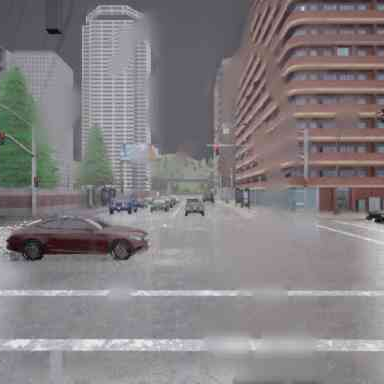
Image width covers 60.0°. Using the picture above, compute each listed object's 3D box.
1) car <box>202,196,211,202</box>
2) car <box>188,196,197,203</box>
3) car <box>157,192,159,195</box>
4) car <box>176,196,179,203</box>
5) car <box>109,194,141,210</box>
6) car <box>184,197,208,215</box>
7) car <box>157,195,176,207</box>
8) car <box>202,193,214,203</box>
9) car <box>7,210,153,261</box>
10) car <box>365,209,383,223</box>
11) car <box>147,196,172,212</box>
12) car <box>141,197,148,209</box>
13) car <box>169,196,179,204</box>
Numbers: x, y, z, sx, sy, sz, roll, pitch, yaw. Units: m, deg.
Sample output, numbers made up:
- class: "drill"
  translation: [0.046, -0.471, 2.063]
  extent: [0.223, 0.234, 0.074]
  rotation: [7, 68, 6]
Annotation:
- class: "car"
  translation: [3.391, 1.576, 78.236]
  extent: [1.895, 1.301, 4.718]
  rotation: [0, 0, 0]
- class: "car"
  translation: [0.021, 1.525, 69.862]
  extent: [1.812, 1.442, 4.674]
  rotation: [0, 0, 0]
- class: "car"
  translation: [-7.134, 1.351, 64.775]
  extent: [2.097, 1.767, 4.553]
  rotation: [0, 0, 0]
- class: "car"
  translation: [-3.663, 1.547, 57.054]
  extent: [2.033, 1.411, 5.357]
  rotation: [0, 0, 0]
- class: "car"
  translation: [-7.150, 1.222, 35.187]
  extent: [2.150, 2.045, 5.566]
  rotation: [0, 0, 0]
- class: "car"
  translation: [0.185, 1.547, 33.282]
  extent: [2.033, 1.411, 5.357]
  rotation: [0, 0, -2]
- class: "car"
  translation: [-3.658, 1.525, 47.343]
  extent: [1.812, 1.442, 4.674]
  rotation: [0, 0, 0]
- class: "car"
  translation: [3.405, 1.221, 68.668]
  extent: [2.150, 2.045, 5.566]
  rotation: [0, 0, 0]
- class: "car"
  translation: [-3.843, 1.508, 11.538]
  extent: [4.674, 1.442, 1.812]
  rotation: [0, 0, -1]
- class: "car"
  translation: [15.000, 1.492, 23.239]
  extent: [5.357, 1.411, 2.033]
  rotation: [0, 0, -12]
- class: "car"
  translation: [-3.651, 1.525, 38.247]
  extent: [1.812, 1.442, 4.674]
  rotation: [0, 0, 0]
- class: "car"
  translation: [-7.163, 1.547, 45.437]
  extent: [2.033, 1.411, 5.357]
  rotation: [0, 0, 0]
- class: "car"
  translation: [-3.615, 1.525, 67.010]
  extent: [1.812, 1.442, 4.674]
  rotation: [0, 0, 0]
